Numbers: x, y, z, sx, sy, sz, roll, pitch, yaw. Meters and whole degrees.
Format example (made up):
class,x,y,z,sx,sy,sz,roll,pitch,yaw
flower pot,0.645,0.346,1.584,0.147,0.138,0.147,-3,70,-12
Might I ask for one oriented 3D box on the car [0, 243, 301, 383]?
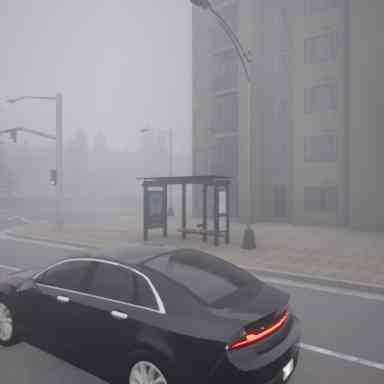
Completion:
class,x,y,z,sx,sy,sz,roll,pitch,yaw
car,-1.020,1.504,4.710,4.892,1.490,1.837,0,0,35
